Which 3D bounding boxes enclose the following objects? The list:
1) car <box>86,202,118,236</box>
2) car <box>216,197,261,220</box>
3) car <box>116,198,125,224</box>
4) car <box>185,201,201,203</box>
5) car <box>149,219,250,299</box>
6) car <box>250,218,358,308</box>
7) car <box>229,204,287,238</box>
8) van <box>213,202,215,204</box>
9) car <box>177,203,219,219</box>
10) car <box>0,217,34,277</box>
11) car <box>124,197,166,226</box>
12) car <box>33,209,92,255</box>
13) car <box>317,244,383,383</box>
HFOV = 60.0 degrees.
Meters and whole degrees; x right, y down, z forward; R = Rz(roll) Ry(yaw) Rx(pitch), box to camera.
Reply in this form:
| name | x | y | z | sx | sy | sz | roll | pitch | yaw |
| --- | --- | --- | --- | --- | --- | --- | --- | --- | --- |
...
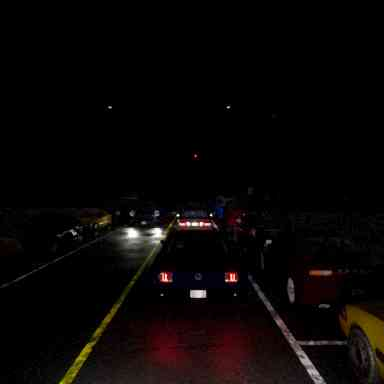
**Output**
| name | x | y | z | sx | sy | sz | roll | pitch | yaw |
| --- | --- | --- | --- | --- | --- | --- | --- | --- | --- |
| car | -5.720 | 1.527 | 18.516 | 1.752 | 1.417 | 4.829 | 0 | 0 | 0 |
| car | 2.806 | 1.316 | 18.665 | 2.192 | 1.841 | 5.009 | 0 | 0 | 0 |
| car | -5.706 | 1.443 | 24.124 | 1.967 | 1.590 | 4.097 | 0 | 0 | 0 |
| car | 0.065 | 1.481 | 27.799 | 1.882 | 1.535 | 5.008 | 0 | 0 | 0 |
| car | 0.121 | 1.601 | 8.381 | 1.895 | 1.301 | 4.718 | 0 | 0 | 0 |
| car | 2.779 | 1.545 | 7.790 | 1.887 | 1.381 | 4.507 | 0 | 0 | 0 |
| car | 2.792 | 1.441 | 13.227 | 1.967 | 1.590 | 4.097 | 0 | 0 | 0 |
| van | 2.833 | 1.345 | 29.540 | 1.690 | 1.788 | 3.998 | 0 | 0 | 0 |
| car | 0.141 | 1.549 | 17.972 | 2.033 | 1.411 | 5.357 | 0 | 0 | 0 |
| car | -5.747 | 1.525 | 7.641 | 1.752 | 1.417 | 4.829 | 0 | 0 | 0 |
| car | -2.988 | 1.354 | 22.996 | 2.097 | 1.767 | 4.553 | 0 | 0 | 1 |
| car | -5.733 | 1.566 | 13.249 | 1.947 | 1.339 | 4.313 | 0 | 0 | 0 |
| car | 2.766 | 1.525 | 2.522 | 1.752 | 1.417 | 4.829 | 0 | 0 | 0 |
